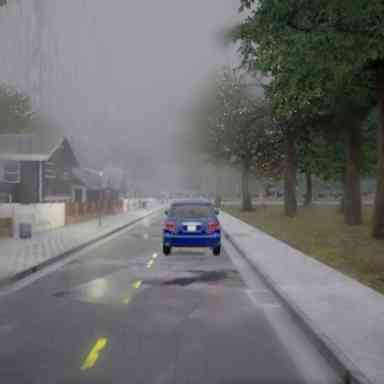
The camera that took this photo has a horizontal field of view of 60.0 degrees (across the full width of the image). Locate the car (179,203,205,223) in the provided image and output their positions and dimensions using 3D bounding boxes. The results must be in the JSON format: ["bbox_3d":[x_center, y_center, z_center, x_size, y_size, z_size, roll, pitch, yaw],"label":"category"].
[{"bbox_3d":[-0.015,1.772,29.286,2.128,1.511,4.902,0,0,0],"label":"car"}]

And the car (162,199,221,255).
[{"bbox_3d":[-0.008,1.349,14.007,2.150,2.045,5.566,0,0,0],"label":"car"}]

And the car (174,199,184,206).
[{"bbox_3d":[-2.796,2.196,70.944,1.882,1.535,5.008,0,-1,0],"label":"car"}]
